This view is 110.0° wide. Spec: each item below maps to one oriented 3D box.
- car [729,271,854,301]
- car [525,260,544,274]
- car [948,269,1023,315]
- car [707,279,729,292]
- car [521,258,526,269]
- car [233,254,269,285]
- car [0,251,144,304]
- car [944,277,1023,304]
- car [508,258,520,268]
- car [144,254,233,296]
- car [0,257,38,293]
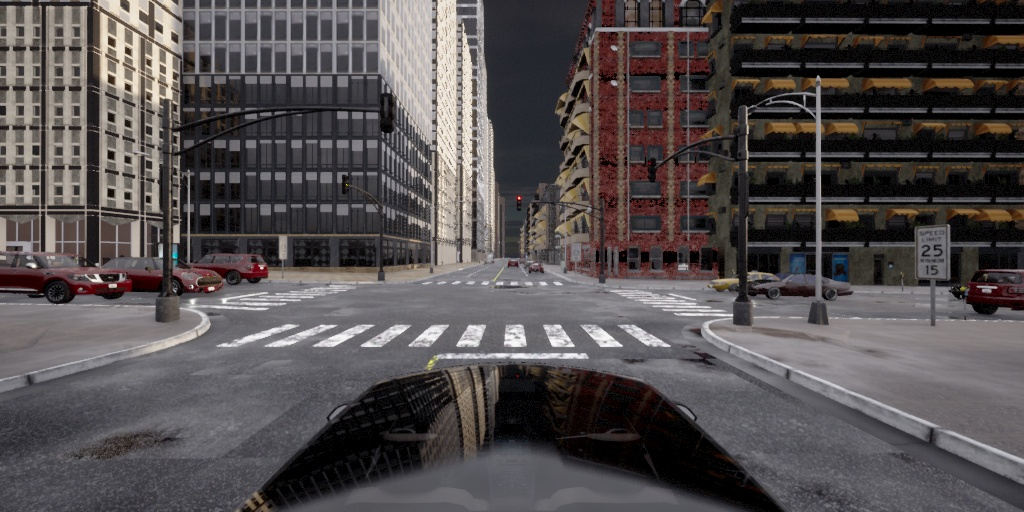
[{"bbox_3d":[15.259,1.609,19.496,5.357,1.411,2.033,1,0,0],"label":"car"},{"bbox_3d":[2.799,1.339,41.798,1.802,1.307,4.207,0,0,0],"label":"car"},{"bbox_3d":[20.616,1.460,13.778,5.009,1.841,2.192,0,0,0],"label":"car"},{"bbox_3d":[14.660,1.586,22.083,4.829,1.417,1.751,0,0,0],"label":"car"},{"bbox_3d":[2.767,1.315,54.715,2.007,1.370,4.403,0,0,0],"label":"car"},{"bbox_3d":[-17.681,0.775,21.848,5.009,1.841,2.192,0,0,0],"label":"car"},{"bbox_3d":[-17.558,0.756,13.469,5.009,1.841,2.192,0,0,0],"label":"car"},{"bbox_3d":[27.108,1.878,19.581,4.718,1.301,1.895,1,0,0],"label":"car"},{"bbox_3d":[0.190,1.247,63.602,1.882,1.535,5.008,0,0,0],"label":"car"},{"bbox_3d":[-15.722,0.834,16.073,4.553,1.767,2.097,1,0,0],"label":"car"},{"bbox_3d":[-24.942,0.788,16.009,5.008,1.535,1.882,1,0,-1],"label":"car"}]
